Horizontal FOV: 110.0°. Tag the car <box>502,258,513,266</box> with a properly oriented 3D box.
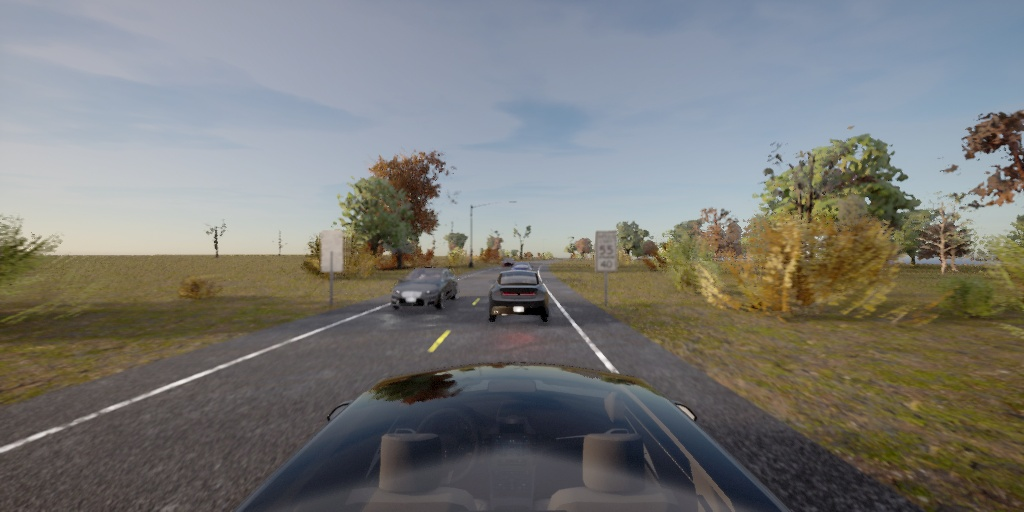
[{"bbox_3d":[-0.548,1.092,61.685,2.097,1.767,4.553,0,0,6],"label":"car"}]

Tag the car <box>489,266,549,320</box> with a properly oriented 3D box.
[{"bbox_3d":[0.234,1.257,12.559,1.837,1.490,4.892,0,0,1],"label":"car"}]

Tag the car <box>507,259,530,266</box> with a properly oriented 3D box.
[{"bbox_3d":[0.842,1.275,30.766,1.812,1.442,4.674,0,0,3],"label":"car"}]

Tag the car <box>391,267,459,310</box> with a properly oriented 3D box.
[{"bbox_3d":[-3.420,1.241,14.814,2.128,1.511,4.902,0,0,1],"label":"car"}]
